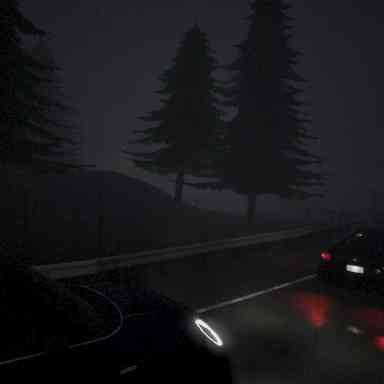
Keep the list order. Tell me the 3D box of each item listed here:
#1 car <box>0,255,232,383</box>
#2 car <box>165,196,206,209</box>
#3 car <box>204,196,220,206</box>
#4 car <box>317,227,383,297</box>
[{"bbox_3d":[-1.819,1.352,2.744,4.553,1.767,2.097,0,0,-36],"label":"car"},{"bbox_3d":[-0.932,1.569,46.203,4.718,1.301,1.895,0,0,35],"label":"car"},{"bbox_3d":[2.155,1.455,52.585,4.902,1.511,2.128,0,0,35],"label":"car"},{"bbox_3d":[4.878,1.564,8.219,4.181,1.385,1.994,0,0,-42],"label":"car"}]
